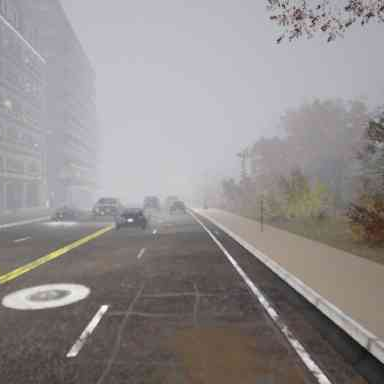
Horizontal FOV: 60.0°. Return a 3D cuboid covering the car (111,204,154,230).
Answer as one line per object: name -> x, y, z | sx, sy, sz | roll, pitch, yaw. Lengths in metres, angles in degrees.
car -> -3.936, 1.746, 22.633 | 1.994, 1.385, 4.181 | 0, 0, -3

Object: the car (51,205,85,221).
car -> -11.038, 1.840, 29.761 | 1.994, 1.385, 4.181 | 0, 0, -4

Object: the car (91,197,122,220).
car -> -7.884, 1.487, 31.436 | 2.150, 2.045, 5.566 | 0, 0, -4

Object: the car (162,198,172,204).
car -> -5.767, 2.092, 77.361 | 1.994, 1.385, 4.181 | 0, 0, -8

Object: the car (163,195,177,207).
car -> -3.591, 1.642, 59.911 | 2.150, 2.045, 5.566 | 0, 0, -6

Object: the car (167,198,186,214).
car -> -1.772, 1.785, 39.775 | 1.837, 1.490, 4.892 | 0, -1, -4

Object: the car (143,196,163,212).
car -> -5.462, 1.563, 45.195 | 2.150, 2.045, 5.566 | 0, 0, -5
